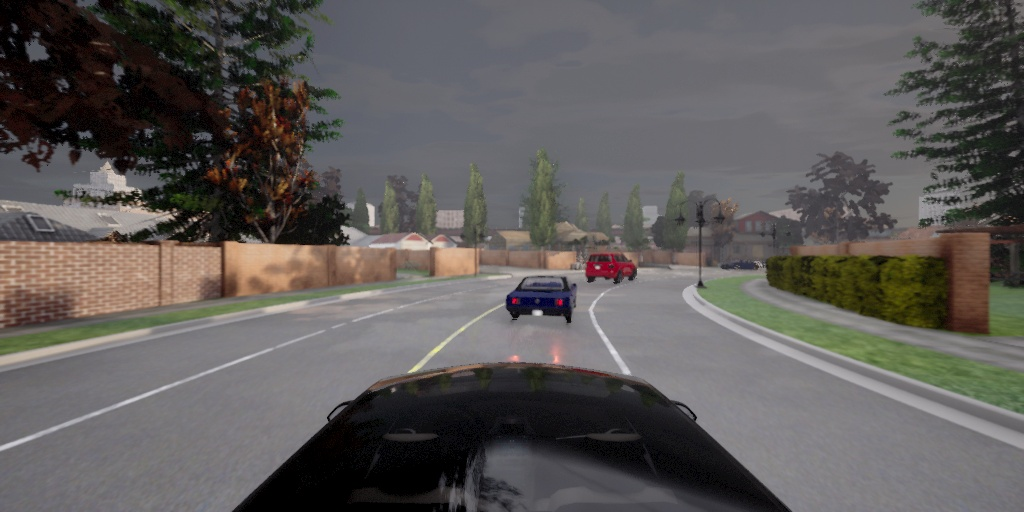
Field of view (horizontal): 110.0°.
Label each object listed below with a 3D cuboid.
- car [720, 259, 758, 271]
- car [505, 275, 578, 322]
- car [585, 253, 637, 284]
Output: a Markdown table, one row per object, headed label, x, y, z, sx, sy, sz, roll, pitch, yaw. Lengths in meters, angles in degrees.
| label | x | y | z | sx | sy | sz | roll | pitch | yaw |
| --- | --- | --- | --- | --- | --- | --- | --- | --- | --- |
| car | 27.485 | 1.101 | 43.436 | 4.181 | 1.385 | 1.994 | 0 | 0 | -13 |
| car | 1.208 | 1.281 | 12.110 | 1.895 | 1.301 | 4.718 | 0 | 0 | 13 |
| car | 7.051 | 0.805 | 25.328 | 2.150 | 2.045 | 5.566 | 0 | 0 | 35 |
